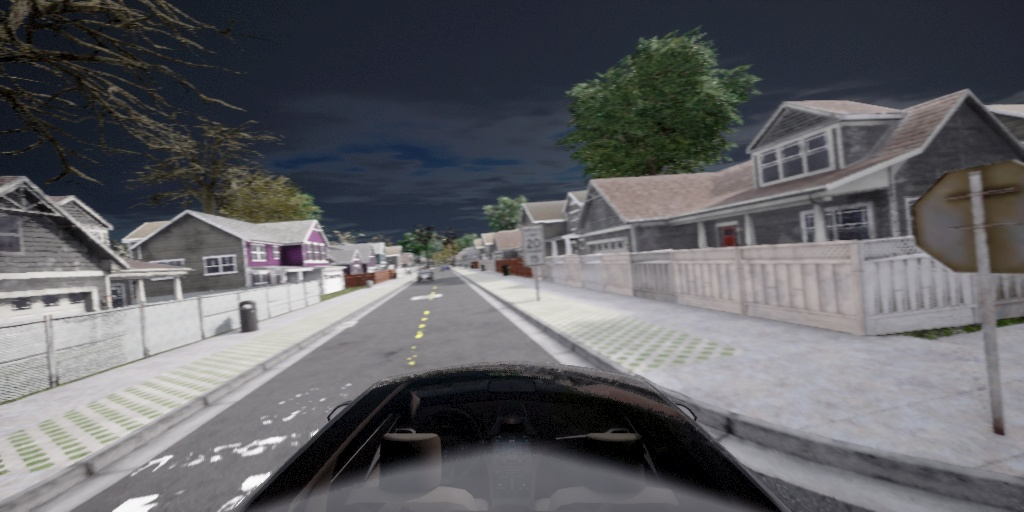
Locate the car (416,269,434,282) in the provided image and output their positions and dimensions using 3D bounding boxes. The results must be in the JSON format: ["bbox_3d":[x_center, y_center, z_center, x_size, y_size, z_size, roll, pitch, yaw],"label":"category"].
[{"bbox_3d":[-10.553,2.312,43.839,2.128,1.511,4.902,-6,0,-11],"label":"car"}]
